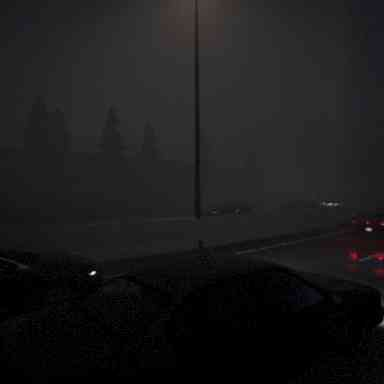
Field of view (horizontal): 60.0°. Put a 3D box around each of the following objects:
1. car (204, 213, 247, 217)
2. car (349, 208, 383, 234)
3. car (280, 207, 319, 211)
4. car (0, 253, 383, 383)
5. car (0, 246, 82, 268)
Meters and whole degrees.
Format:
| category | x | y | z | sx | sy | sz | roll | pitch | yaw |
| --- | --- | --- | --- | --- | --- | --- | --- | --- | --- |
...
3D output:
| category | x | y | z | sx | sy | sz | roll | pitch | yaw |
| --- | --- | --- | --- | --- | --- | --- | --- | --- | --- |
| car | 2.675 | 1.413 | 25.380 | 1.882 | 1.535 | 5.008 | 0 | 0 | 43 |
| car | 10.028 | 1.500 | 17.584 | 1.895 | 1.301 | 4.718 | 0 | 0 | 44 |
| car | 8.853 | 1.367 | 27.066 | 1.882 | 1.535 | 5.008 | 0 | 0 | 39 |
| car | 0.405 | 1.538 | 4.211 | 5.357 | 1.411 | 2.033 | 0 | 0 | -38 |
| car | -3.925 | 1.510 | 5.435 | 4.902 | 1.511 | 2.128 | -1 | 0 | -36 |
